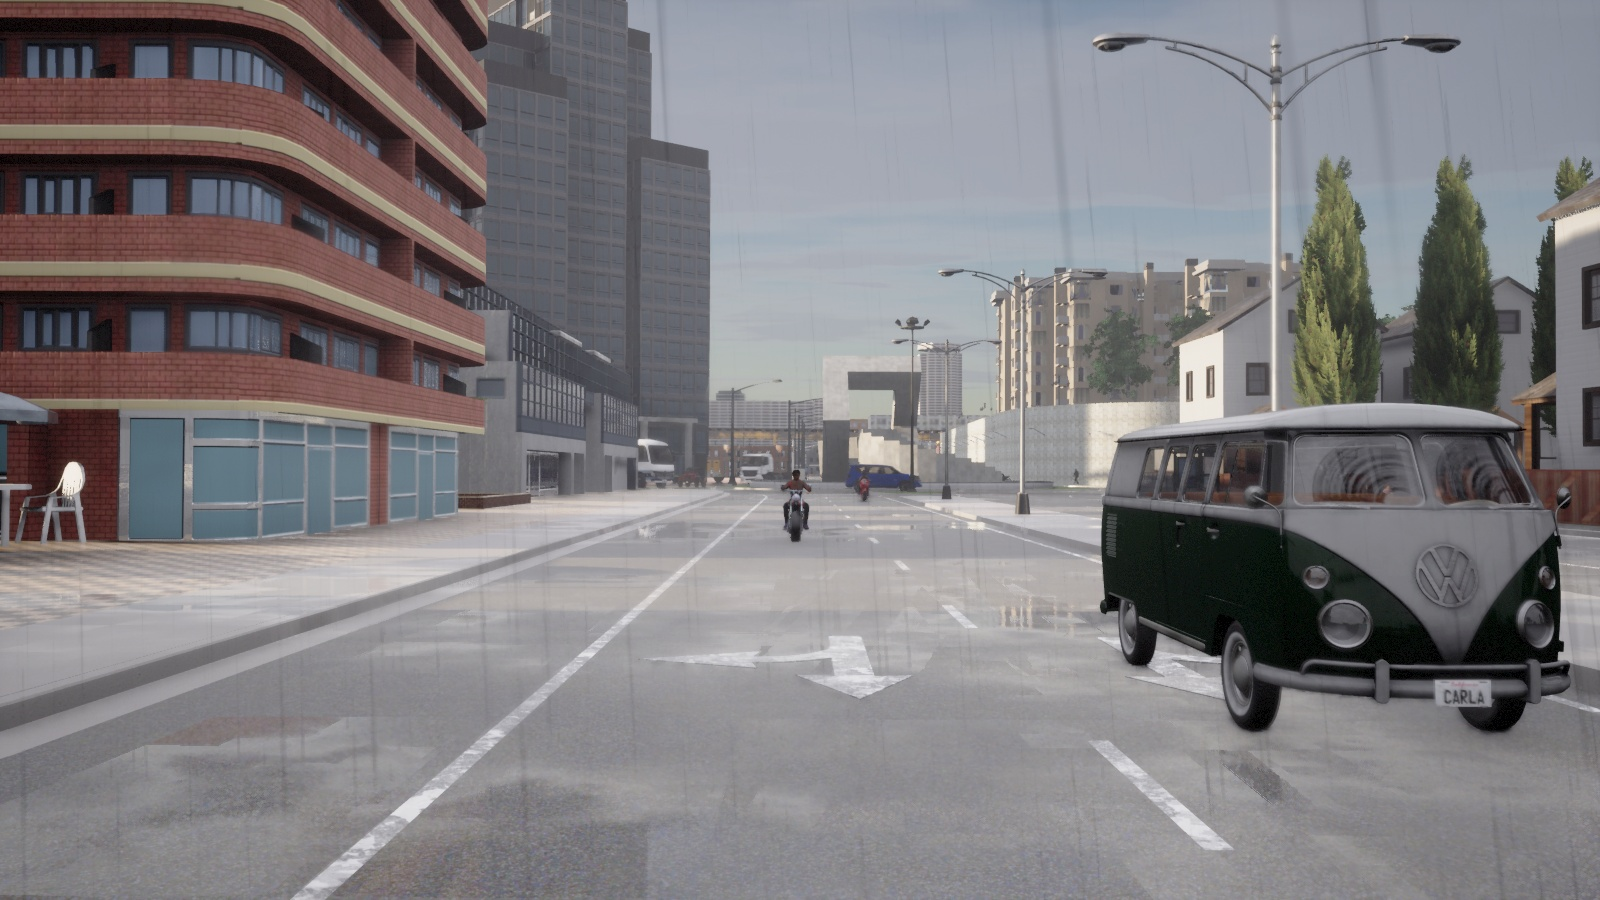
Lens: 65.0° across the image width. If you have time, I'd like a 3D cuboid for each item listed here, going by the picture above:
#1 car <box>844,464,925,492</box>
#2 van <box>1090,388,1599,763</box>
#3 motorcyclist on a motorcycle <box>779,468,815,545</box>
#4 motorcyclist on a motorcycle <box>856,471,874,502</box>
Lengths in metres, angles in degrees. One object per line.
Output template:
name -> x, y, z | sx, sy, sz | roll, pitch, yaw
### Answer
car -> 6.135, 2.034, 91.060 | 5.566, 2.045, 2.150 | 0, -1, 12
van -> 3.474, 0.701, 8.916 | 1.775, 1.987, 4.442 | 0, -1, 0
motorcyclist on a motorcycle -> -0.077, 1.237, 28.144 | 0.766, 1.649, 2.350 | 0, -1, 0
motorcyclist on a motorcycle -> 3.327, 1.868, 64.770 | 0.797, 1.523, 2.044 | 0, -1, 0
